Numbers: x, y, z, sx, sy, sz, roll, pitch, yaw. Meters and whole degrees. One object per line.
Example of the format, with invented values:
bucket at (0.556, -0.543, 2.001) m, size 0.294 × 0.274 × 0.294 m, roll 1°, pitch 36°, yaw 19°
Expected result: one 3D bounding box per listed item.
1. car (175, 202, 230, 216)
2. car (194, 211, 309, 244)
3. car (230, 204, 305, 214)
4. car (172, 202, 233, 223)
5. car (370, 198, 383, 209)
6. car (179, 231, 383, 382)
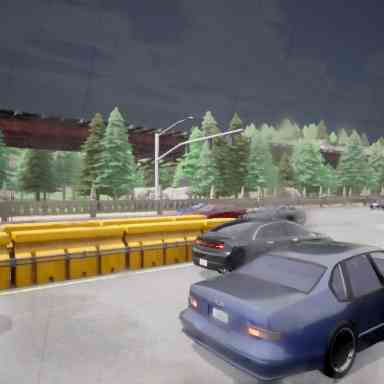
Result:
car at (1.511, 1.477, 22.267) m, size 5.008 × 1.535 × 1.882 m, roll 0°, pitch 0°, yaw -35°
car at (2.261, 1.505, 9.685) m, size 4.892 × 1.490 × 1.837 m, roll 0°, pitch 0°, yaw -35°
car at (5.065, 1.492, 20.502) m, size 4.902 × 1.511 × 2.128 m, roll 0°, pitch 0°, yaw -35°
car at (0.898, 1.525, 26.128) m, size 4.674 × 1.442 × 1.812 m, roll 0°, pitch 0°, yaw -35°
car at (25.094, 1.491, 43.382) m, size 4.902 × 1.511 × 2.128 m, roll 0°, pitch 0°, yaw -36°
car at (2.398, 1.547, 5.496) m, size 5.357 × 1.411 × 2.033 m, roll 0°, pitch 0°, yaw -35°
